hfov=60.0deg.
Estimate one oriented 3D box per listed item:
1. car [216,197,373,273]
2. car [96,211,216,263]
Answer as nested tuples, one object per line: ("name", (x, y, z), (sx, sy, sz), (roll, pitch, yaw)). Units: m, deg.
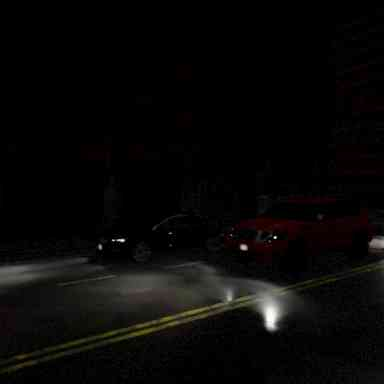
("car", (3.704, 1.188, 10.908), (5.566, 2.045, 2.150), (0, 0, -35))
("car", (-0.895, 1.470, 11.934), (4.902, 1.511, 2.128), (0, 0, -35))
